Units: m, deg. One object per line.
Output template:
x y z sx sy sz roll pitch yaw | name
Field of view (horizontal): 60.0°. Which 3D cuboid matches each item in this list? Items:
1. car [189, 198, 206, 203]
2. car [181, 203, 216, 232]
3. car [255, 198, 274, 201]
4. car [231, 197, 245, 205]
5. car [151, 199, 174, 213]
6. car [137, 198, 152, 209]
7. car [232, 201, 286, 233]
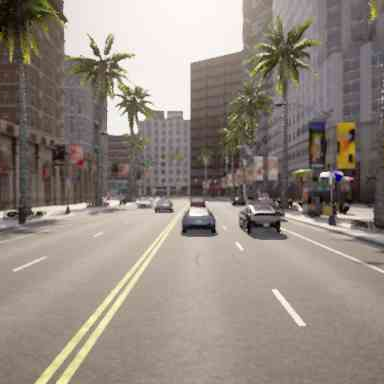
0.708 1.501 40.305 1.882 1.535 5.008 0 0 1 | car
0.403 1.576 20.147 1.994 1.385 4.181 0 0 1 | car
7.067 1.376 33.067 2.185 1.767 4.553 0 0 1 | car
7.657 1.548 54.990 2.161 1.482 4.786 0 0 1 | car
-3.045 1.546 37.119 1.812 1.442 4.674 0 0 1 | car
-6.341 1.550 46.047 1.812 1.442 4.674 0 0 2 | car
3.897 1.504 19.693 2.128 1.511 4.902 0 0 1 | car
